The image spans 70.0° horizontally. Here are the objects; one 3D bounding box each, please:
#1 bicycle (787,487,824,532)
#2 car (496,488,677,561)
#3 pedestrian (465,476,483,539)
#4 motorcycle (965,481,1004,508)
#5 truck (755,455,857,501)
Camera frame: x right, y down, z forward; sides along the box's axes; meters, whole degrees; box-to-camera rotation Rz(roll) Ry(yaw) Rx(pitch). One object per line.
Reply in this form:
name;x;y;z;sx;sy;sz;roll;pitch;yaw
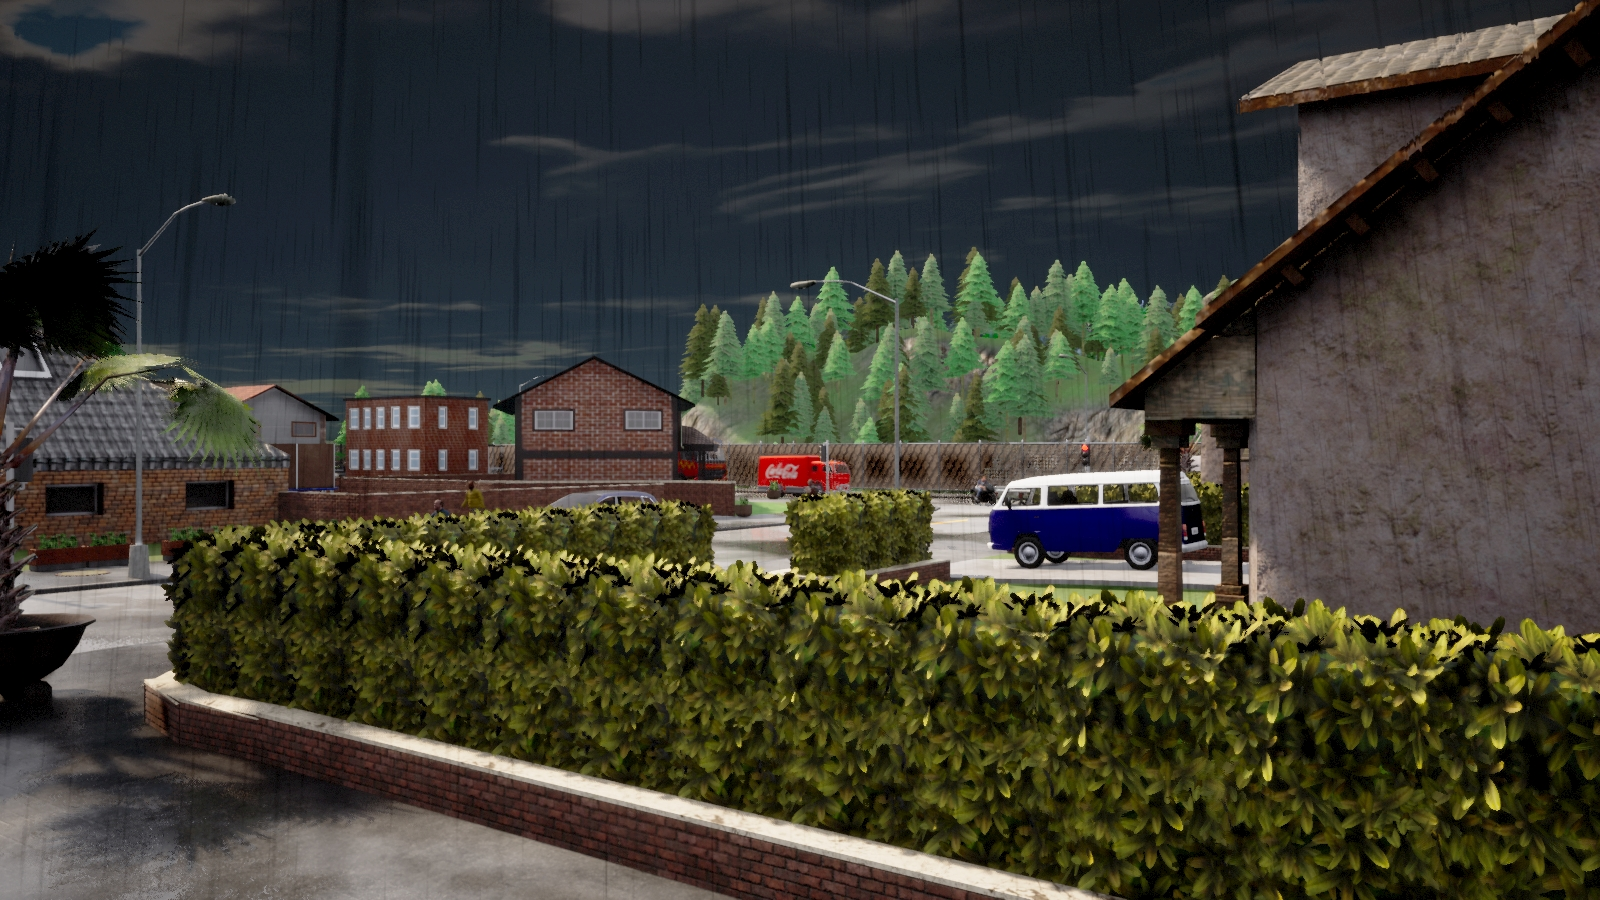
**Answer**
bicycle;0.198;2.051;39.869;0.329;1.471;1.835;0;0;35
car;-5.756;1.958;31.296;2.242;1.667;4.611;0;0;35
pedestrian;-9.859;1.732;34.529;0.375;1.860;0.375;0;0;34
motorcycle;9.152;2.176;56.700;0.803;1.199;2.033;-6;2;-27
truck;0.340;1.552;64.639;5.204;2.467;2.627;0;0;35
